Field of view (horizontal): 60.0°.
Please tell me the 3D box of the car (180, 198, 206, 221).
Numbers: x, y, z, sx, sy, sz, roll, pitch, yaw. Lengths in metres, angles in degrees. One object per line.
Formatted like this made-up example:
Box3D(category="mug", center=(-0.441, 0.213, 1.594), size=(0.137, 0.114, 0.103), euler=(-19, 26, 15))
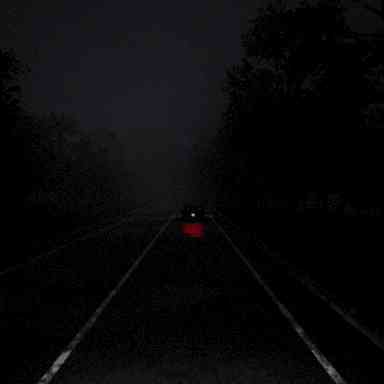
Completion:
Box3D(category="car", center=(0.086, 1.499, 27.542), size=(1.837, 1.490, 4.892), euler=(0, 0, 0))
